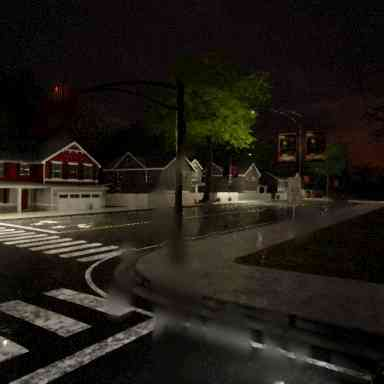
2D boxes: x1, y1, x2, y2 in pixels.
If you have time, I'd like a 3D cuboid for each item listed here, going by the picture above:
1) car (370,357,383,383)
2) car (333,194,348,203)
[{"bbox_3d":[3.361,1.506,1.283,4.892,1.490,1.837,0,0,35],"label":"car"},{"bbox_3d":[28.010,1.206,62.723,2.128,1.511,4.902,1,0,36],"label":"car"}]
